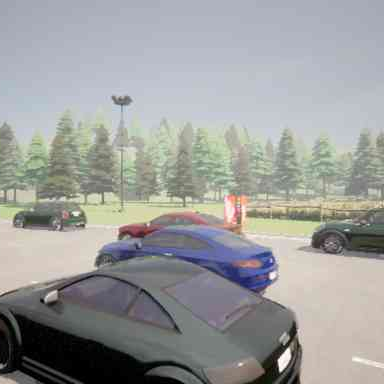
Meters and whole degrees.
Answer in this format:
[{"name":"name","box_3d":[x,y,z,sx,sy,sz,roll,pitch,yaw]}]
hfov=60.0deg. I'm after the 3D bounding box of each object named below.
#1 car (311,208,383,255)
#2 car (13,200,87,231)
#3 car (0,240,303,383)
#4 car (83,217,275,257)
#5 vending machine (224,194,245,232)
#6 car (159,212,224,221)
[{"name":"car","box_3d":[6.712,1.352,11.856,4.553,1.767,2.097,0,0,34]},{"name":"car","box_3d":[-8.720,1.353,20.406,4.553,1.767,2.097,0,0,24]},{"name":"car","box_3d":[-0.804,1.564,4.259,4.181,1.385,1.994,0,0,32]},{"name":"car","box_3d":[-0.276,1.525,8.042,4.674,1.442,1.812,0,0,32]},{"name":"vending machine","box_3d":[2.499,1.195,19.379,0.880,2.100,1.100,0,0,30]},{"name":"car","box_3d":[-0.524,1.477,12.291,5.008,1.535,1.882,0,0,31]}]
